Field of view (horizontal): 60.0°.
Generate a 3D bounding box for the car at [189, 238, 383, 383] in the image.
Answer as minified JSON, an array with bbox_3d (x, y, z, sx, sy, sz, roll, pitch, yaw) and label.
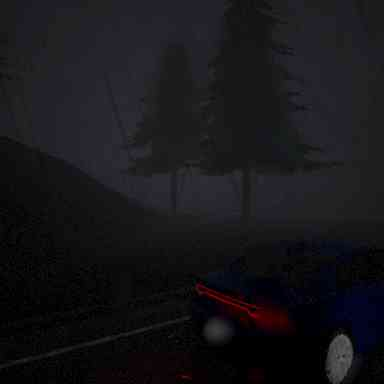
[{"bbox_3d":[2.312,1.489,5.370,5.008,1.535,1.882,0,0,-35],"label":"car"}]
